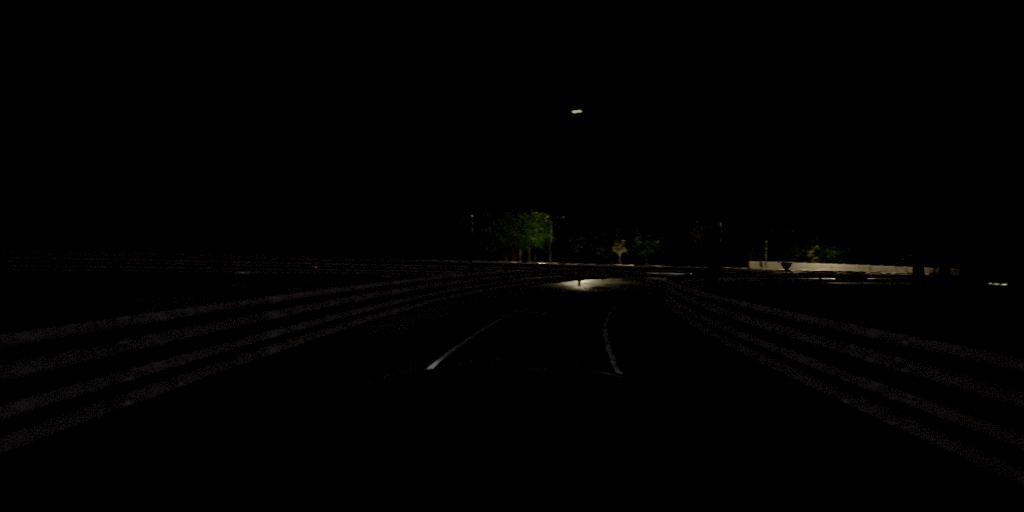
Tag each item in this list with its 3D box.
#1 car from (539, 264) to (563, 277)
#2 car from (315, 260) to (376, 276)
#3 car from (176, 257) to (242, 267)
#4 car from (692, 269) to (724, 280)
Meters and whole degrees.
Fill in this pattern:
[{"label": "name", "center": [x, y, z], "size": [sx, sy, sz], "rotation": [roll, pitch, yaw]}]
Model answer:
[{"label": "car", "center": [4.963, 1.707, 41.023], "size": [4.892, 1.490, 1.837], "rotation": [2, 0, -19]}, {"label": "car", "center": [-15.522, 1.109, 33.625], "size": [5.357, 1.411, 2.033], "rotation": [2, 0, -20]}, {"label": "car", "center": [-27.767, 0.792, 32.683], "size": [4.181, 1.385, 1.994], "rotation": [2, 0, -21]}, {"label": "car", "center": [26.502, 2.431, 48.328], "size": [4.674, 1.442, 1.812], "rotation": [2, 0, -18]}]
